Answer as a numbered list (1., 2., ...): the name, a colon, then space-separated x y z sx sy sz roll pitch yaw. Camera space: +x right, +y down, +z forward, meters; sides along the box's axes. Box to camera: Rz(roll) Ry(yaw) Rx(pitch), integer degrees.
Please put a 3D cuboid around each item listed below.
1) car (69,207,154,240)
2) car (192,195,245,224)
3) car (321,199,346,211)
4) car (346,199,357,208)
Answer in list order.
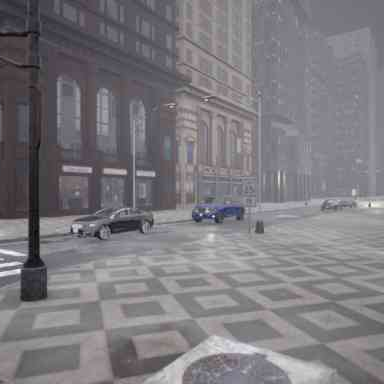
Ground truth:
1. car: -4.024 1.533 17.434 2.128 1.511 4.902 0 0 34
2. car: 2.226 1.296 26.159 2.150 2.045 5.566 0 0 35
3. car: 17.858 1.656 42.502 1.812 1.442 4.674 0 0 36
4. car: 23.760 1.703 50.747 2.033 1.411 5.357 0 0 36
